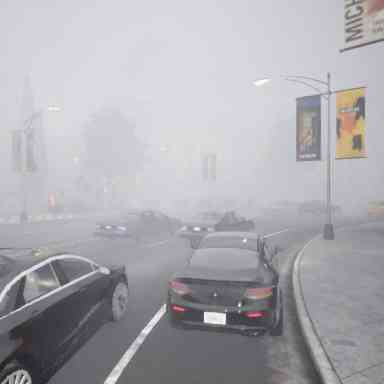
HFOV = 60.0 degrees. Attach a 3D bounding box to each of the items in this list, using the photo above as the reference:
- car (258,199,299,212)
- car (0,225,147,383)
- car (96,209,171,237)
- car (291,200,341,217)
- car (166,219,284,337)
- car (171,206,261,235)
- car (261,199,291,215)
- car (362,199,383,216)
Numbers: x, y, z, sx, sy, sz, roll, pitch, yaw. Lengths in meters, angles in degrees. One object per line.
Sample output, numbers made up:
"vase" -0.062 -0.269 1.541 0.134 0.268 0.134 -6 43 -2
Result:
"car" 10.146 1.528 38.939 4.674 1.442 1.812 0 0 -29
"car" -2.307 1.490 4.388 2.128 1.511 4.902 0 0 7
"car" -2.384 1.546 16.279 2.033 1.411 5.357 0 0 27
"car" 12.177 1.494 31.716 4.902 1.511 2.128 0 0 -32
"car" 0.836 1.525 6.696 1.812 1.442 4.674 0 0 13
"car" 1.372 1.548 15.654 2.033 1.411 5.357 0 0 27
"car" 9.520 1.603 34.438 4.718 1.301 1.895 0 0 -32
"car" 18.406 1.461 31.490 5.366 1.575 1.801 0 0 -30
